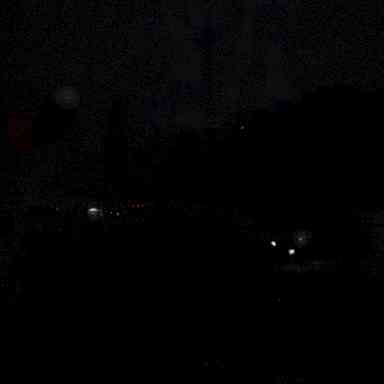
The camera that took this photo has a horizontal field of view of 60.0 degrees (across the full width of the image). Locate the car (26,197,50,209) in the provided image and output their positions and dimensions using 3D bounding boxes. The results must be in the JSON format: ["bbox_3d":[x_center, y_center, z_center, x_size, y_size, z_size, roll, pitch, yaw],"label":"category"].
[{"bbox_3d":[-21.027,1.474,45.395,1.882,1.535,5.008,0,0,-38],"label":"car"}]

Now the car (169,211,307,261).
[{"bbox_3d":[1.286,1.397,11.849,2.033,1.411,5.357,0,-1,-38],"label":"car"}]

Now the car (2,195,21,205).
[{"bbox_3d":[-23.805,1.117,43.678,1.882,1.535,5.008,0,0,-38],"label":"car"}]

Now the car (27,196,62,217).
[{"bbox_3d":[-13.994,1.466,31.144,1.882,1.535,5.008,0,0,-38],"label":"car"}]

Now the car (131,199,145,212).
[{"bbox_3d":[-7.563,1.564,39.040,2.033,1.411,5.357,0,0,-38],"label":"car"}]

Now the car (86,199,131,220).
[{"bbox_3d":[-7.311,1.498,27.934,1.837,1.490,4.892,0,0,-38],"label":"car"}]
